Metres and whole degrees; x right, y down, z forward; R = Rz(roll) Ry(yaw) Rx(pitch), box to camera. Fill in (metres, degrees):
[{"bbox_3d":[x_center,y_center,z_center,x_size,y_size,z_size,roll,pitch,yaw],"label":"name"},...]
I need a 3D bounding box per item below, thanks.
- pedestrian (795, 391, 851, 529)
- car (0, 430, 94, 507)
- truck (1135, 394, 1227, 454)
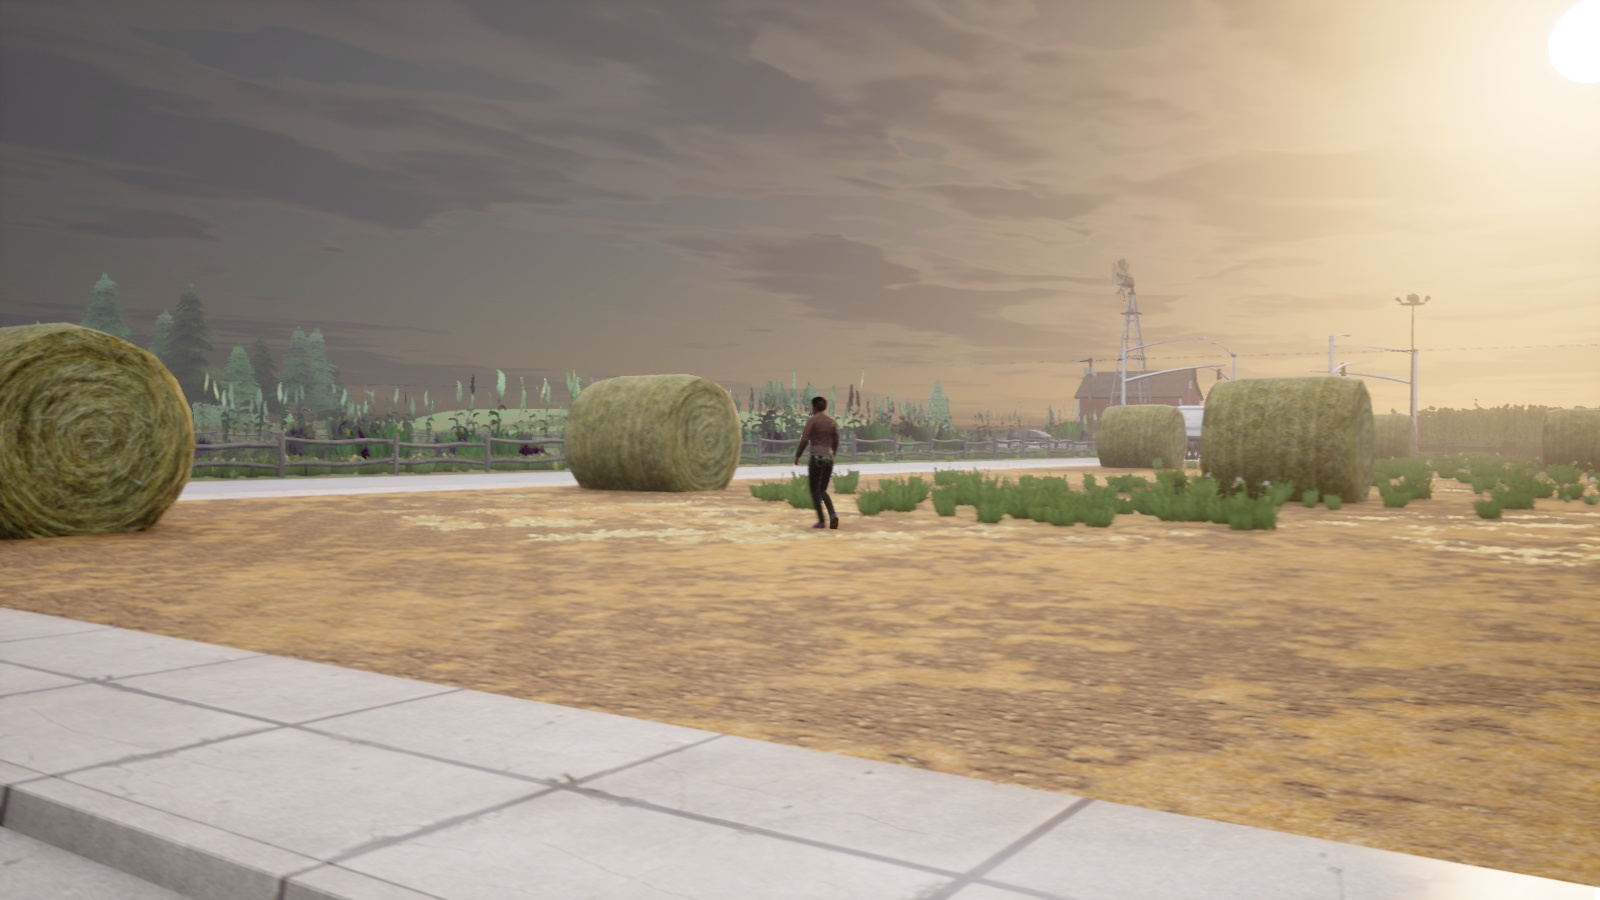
[{"bbox_3d":[0.301,0.123,16.888,0.328,1.805,0.869,-1,1,-31],"label":"pedestrian"},{"bbox_3d":[-17.657,0.388,26.882,1.851,1.617,3.988,0,1,36],"label":"car"},{"bbox_3d":[23.327,-1.542,76.581,2.891,3.462,7.936,0,1,36],"label":"truck"}]
